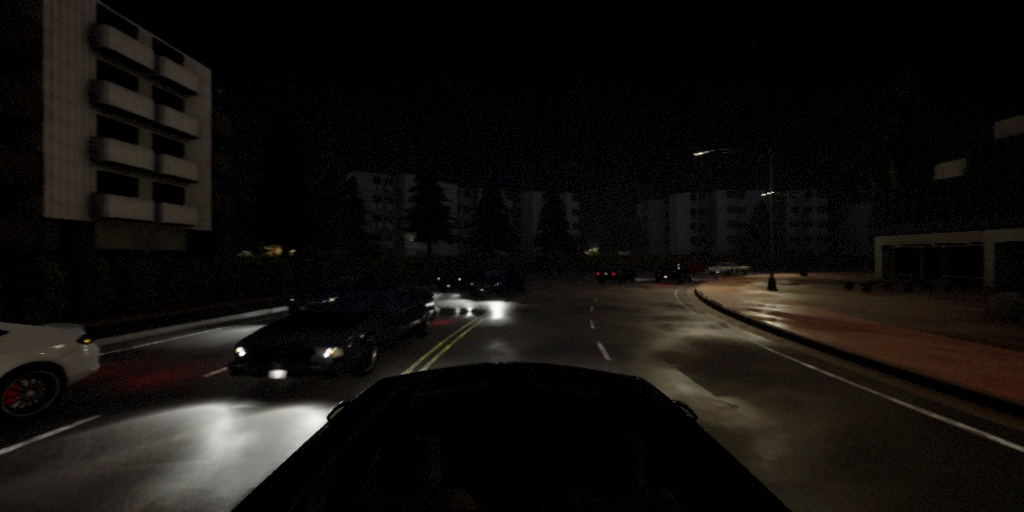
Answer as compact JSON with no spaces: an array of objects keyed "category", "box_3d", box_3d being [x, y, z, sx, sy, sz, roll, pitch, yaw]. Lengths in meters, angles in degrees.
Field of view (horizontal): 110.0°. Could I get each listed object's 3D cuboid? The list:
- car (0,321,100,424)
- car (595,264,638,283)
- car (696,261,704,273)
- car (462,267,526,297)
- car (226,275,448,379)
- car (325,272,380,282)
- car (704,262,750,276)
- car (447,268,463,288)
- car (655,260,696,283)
[{"category":"car","box_3d":[-6.878,1.326,3.193,1.812,1.442,4.674,0,0,2]},{"category":"car","box_3d":[8.159,1.307,27.873,2.033,1.411,5.357,0,0,35]},{"category":"car","box_3d":[19.182,1.189,38.605,5.008,1.535,1.882,-1,0,-33]},{"category":"car","box_3d":[-0.641,1.351,19.399,1.812,1.442,4.674,0,0,20]},{"category":"car","box_3d":[-3.174,1.334,7.852,2.033,1.411,5.357,0,0,5]},{"category":"car","box_3d":[-5.867,1.343,13.219,1.812,1.442,4.674,0,0,12]},{"category":"car","box_3d":[22.059,1.288,36.360,4.718,1.301,1.895,0,0,-31]},{"category":"car","box_3d":[-2.810,1.421,22.883,1.895,1.301,4.718,0,0,24]},{"category":"car","box_3d":[12.584,1.236,27.859,1.837,1.490,4.892,-1,0,38]}]
